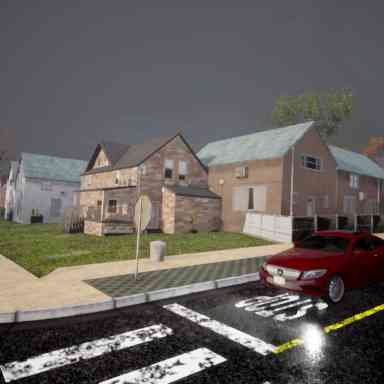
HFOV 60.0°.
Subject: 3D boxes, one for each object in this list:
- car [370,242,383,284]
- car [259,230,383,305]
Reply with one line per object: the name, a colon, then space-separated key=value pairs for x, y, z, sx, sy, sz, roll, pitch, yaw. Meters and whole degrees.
car: x=6.011 y=1.737 z=6.818 sx=5.357 sy=1.411 sz=2.033 roll=2 pitch=-2 yaw=-37
car: x=3.831 y=1.763 z=8.780 sx=4.674 sy=1.442 sz=1.812 roll=2 pitch=-2 yaw=-36
